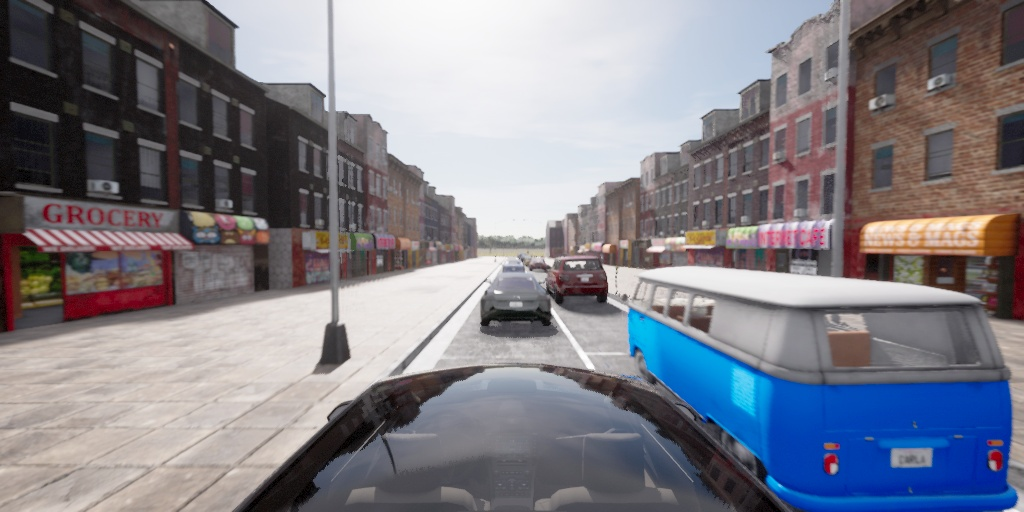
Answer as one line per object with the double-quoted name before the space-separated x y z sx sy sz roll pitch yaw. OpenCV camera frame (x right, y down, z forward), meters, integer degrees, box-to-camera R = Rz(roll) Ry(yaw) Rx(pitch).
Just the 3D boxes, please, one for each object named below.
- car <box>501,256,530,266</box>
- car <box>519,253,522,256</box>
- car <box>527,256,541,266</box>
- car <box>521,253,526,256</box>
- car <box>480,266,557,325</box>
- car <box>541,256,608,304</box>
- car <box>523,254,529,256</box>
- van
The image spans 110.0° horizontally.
"car" 0.113 0.971 28.774 2.033 1.411 5.357 0 1 0
"car" 2.668 0.557 65.061 1.948 1.339 4.313 0 0 0
"car" 2.654 0.902 37.400 1.802 1.307 4.207 0 0 0
"car" 2.662 0.673 53.997 2.007 1.370 4.403 0 0 0
"car" 0.104 1.198 11.298 1.994 1.385 4.181 0 1 0
"car" 2.642 0.901 15.272 2.192 1.841 5.009 0 0 0
"car" 2.659 0.713 48.634 1.751 1.417 4.829 0 0 0
"van" 2.637 1.061 4.208 1.690 1.789 3.998 0 0 0
